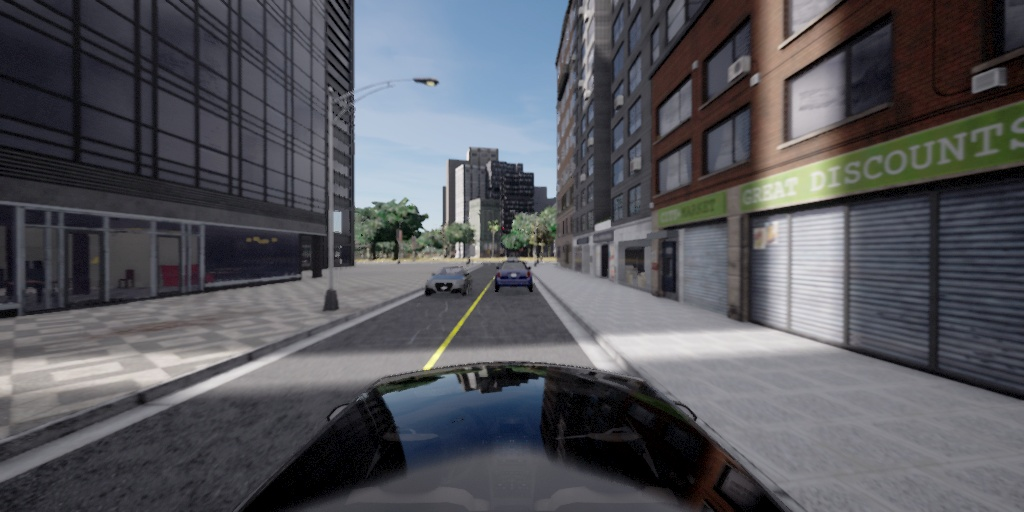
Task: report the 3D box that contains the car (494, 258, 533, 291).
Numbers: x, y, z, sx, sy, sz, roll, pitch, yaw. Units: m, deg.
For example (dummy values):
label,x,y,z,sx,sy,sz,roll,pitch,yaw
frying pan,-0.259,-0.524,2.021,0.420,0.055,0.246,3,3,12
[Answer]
label,x,y,z,sx,sy,sz,roll,pitch,yaw
car,0.095,1.012,21.112,2.097,1.767,4.553,0,1,0

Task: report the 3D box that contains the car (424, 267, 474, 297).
label,x,y,z,sx,sy,sz,roll,pitch,yaw
car,-3.102,1.246,18.325,1.994,1.385,4.181,0,0,0
